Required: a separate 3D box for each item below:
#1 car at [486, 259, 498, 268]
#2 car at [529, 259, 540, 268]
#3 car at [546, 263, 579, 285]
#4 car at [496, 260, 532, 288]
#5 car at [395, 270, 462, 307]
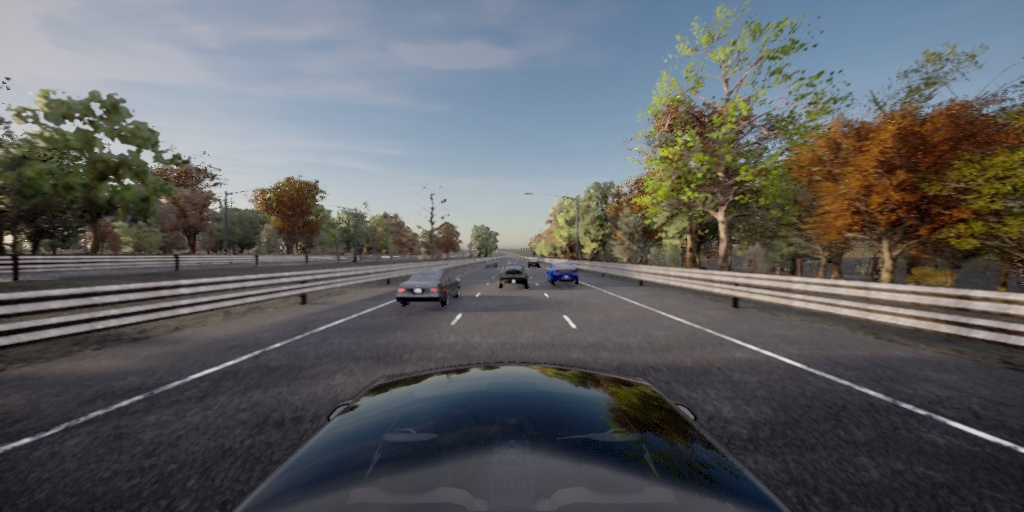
[{"bbox_3d":[-3.386,1.237,60.731,2.128,1.511,4.902,0,0,0],"label":"car"},{"bbox_3d":[3.614,1.222,61.016,1.882,1.535,5.008,0,0,0],"label":"car"},{"bbox_3d":[3.604,1.226,26.191,1.882,1.535,5.008,0,0,0],"label":"car"},{"bbox_3d":[0.102,1.255,23.864,1.837,1.490,4.892,0,0,0],"label":"car"},{"bbox_3d":[-3.419,1.297,15.550,2.033,1.411,5.357,0,0,0],"label":"car"}]
